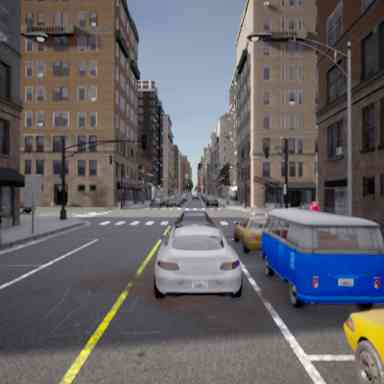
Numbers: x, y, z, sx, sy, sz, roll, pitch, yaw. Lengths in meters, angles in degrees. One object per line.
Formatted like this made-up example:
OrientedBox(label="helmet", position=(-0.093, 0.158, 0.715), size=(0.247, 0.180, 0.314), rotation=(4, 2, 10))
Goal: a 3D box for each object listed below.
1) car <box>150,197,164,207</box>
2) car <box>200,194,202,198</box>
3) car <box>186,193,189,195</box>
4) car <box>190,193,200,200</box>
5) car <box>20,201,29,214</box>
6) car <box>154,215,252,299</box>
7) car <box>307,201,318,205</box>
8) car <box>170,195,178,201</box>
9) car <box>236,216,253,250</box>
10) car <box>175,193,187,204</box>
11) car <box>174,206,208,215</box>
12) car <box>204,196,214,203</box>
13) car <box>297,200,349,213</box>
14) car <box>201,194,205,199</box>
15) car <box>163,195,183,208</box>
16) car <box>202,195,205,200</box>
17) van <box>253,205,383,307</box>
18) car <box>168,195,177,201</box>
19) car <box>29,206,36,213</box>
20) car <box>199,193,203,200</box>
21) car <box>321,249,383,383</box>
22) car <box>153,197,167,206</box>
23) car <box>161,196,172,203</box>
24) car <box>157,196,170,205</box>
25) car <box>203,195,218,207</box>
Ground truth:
OrientedBox(label="car", position=(-5.436, 1.594, 51.107), size=(1.802, 1.307, 4.206), rotation=(1, 0, 1))
OrientedBox(label="car", position=(3.496, 1.577, 78.636), size=(1.947, 1.339, 4.313), rotation=(1, 0, 1))
OrientedBox(label="car", position=(-2.216, 1.490, 76.183), size=(1.882, 1.535, 5.008), rotation=(0, 0, 1))
OrientedBox(label="car", position=(1.018, 1.534, 92.034), size=(1.812, 1.442, 4.674), rotation=(0, 0, 1))
OrientedBox(label="car", position=(-17.358, 1.366, 29.320), size=(4.674, 1.442, 1.812), rotation=(1, -1, 2))
OrientedBox(label="car", position=(0.096, 1.528, 8.353), size=(1.812, 1.442, 4.674), rotation=(0, 0, -1))
OrientedBox(label="car", position=(15.625, 1.361, 35.734), size=(5.566, 2.045, 2.150), rotation=(0, -1, 0))
OrientedBox(label="car", position=(-4.866, 1.576, 89.808), size=(1.947, 1.339, 4.313), rotation=(1, 0, 1))
OrientedBox(label="car", position=(2.702, 1.529, 13.492), size=(1.752, 1.417, 4.829), rotation=(1, 0, 0))
OrientedBox(label="car", position=(-2.512, 1.505, 60.856), size=(2.128, 1.511, 4.902), rotation=(0, 0, 1))
OrientedBox(label="car", position=(0.122, 1.568, 15.835), size=(1.994, 1.385, 4.181), rotation=(0, 0, 0))
OrientedBox(label="car", position=(3.334, 1.556, 67.575), size=(1.887, 1.381, 4.507), rotation=(1, 0, 1))
OrientedBox(label="car", position=(15.276, 1.717, 38.982), size=(5.357, 1.411, 2.033), rotation=(0, -1, 0))
OrientedBox(label="car", position=(3.252, 1.562, 62.045), size=(2.008, 1.369, 4.403), rotation=(1, 0, 1))
OrientedBox(label="car", position=(-2.611, 1.576, 47.405), size=(1.994, 1.385, 4.181), rotation=(0, 0, -1))
OrientedBox(label="car", position=(3.171, 1.556, 56.515), size=(1.887, 1.381, 4.507), rotation=(1, 0, 1))
OrientedBox(label="van", position=(2.692, 1.343, 7.649), size=(1.690, 1.788, 3.998), rotation=(1, 0, 0))
OrientedBox(label="car", position=(-4.949, 1.537, 84.109), size=(1.752, 1.417, 4.829), rotation=(1, 0, 1))
OrientedBox(label="car", position=(-17.896, 1.374, 32.567), size=(4.892, 1.490, 1.837), rotation=(0, -1, 0))
OrientedBox(label="car", position=(3.659, 1.560, 89.696), size=(2.008, 1.369, 4.403), rotation=(1, 0, 1))
OrientedBox(label="car", position=(2.680, 1.526, 2.145), size=(1.752, 1.417, 4.829), rotation=(1, 0, 0))
OrientedBox(label="car", position=(-5.354, 1.578, 56.635), size=(1.947, 1.339, 4.313), rotation=(1, 0, 1))
OrientedBox(label="car", position=(-5.191, 1.557, 67.693), size=(1.887, 1.381, 4.507), rotation=(1, 0, 1))
OrientedBox(label="car", position=(-5.272, 1.563, 62.164), size=(2.008, 1.369, 4.403), rotation=(1, 0, 1))
OrientedBox(label="car", position=(3.089, 1.577, 50.985), size=(1.947, 1.339, 4.313), rotation=(1, 0, 1))
